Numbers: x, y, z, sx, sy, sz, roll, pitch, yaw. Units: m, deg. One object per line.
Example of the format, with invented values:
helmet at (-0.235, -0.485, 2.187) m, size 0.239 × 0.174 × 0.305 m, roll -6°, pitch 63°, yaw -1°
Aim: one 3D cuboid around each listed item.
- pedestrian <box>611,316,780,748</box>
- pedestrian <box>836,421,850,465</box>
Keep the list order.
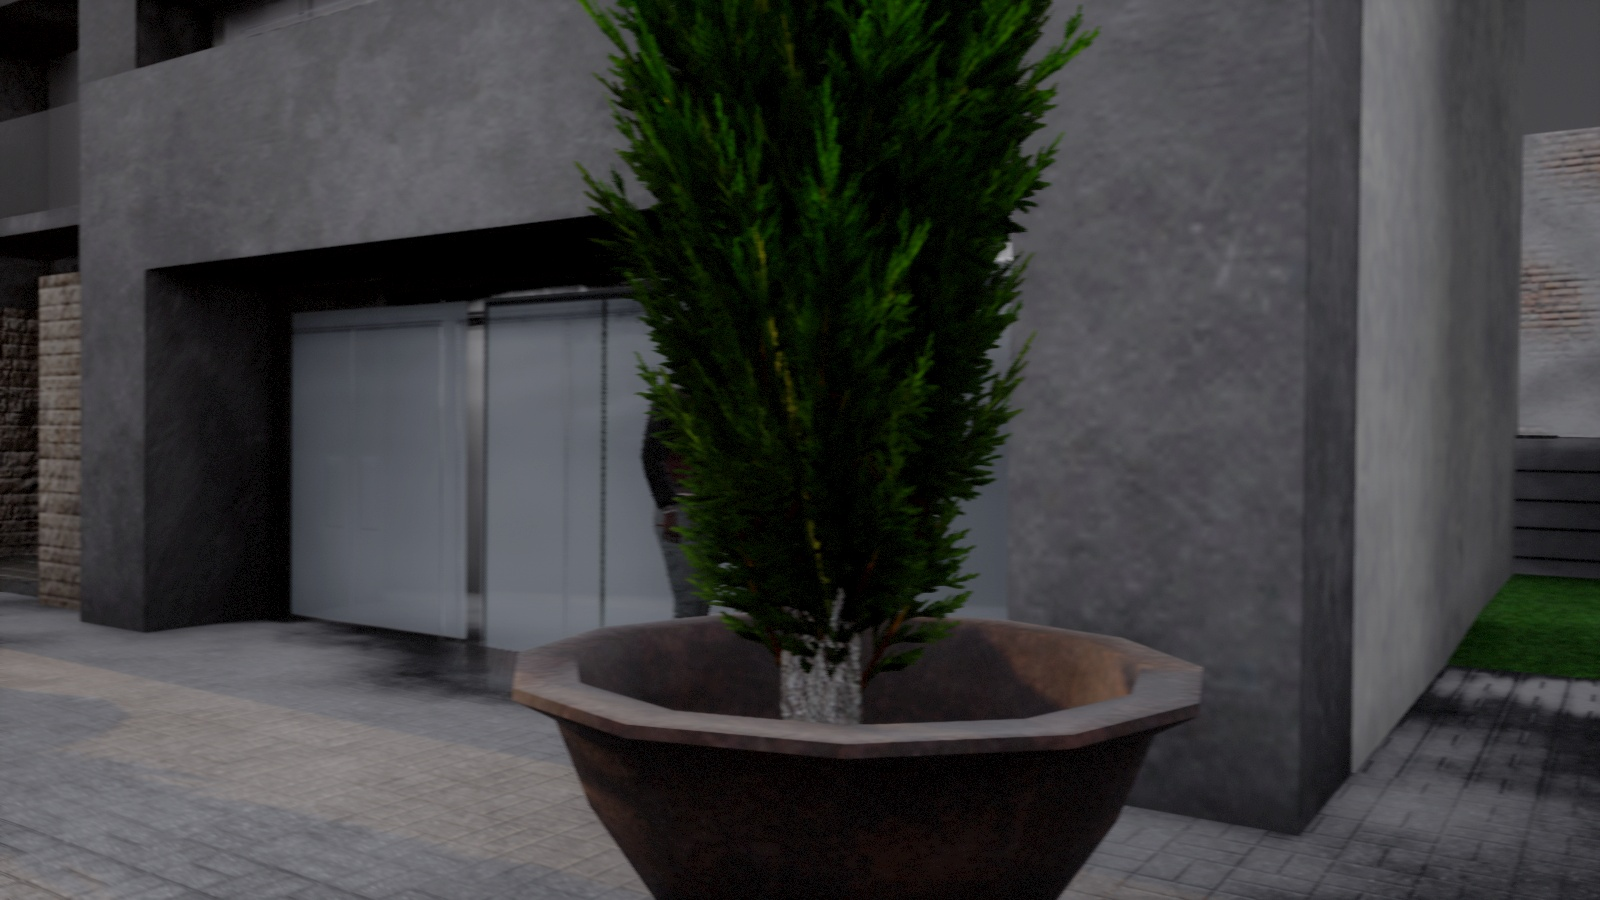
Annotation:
pedestrian at (-0.493, 0.365, 5.937) m, size 0.666 × 1.930 × 0.402 m, roll 0°, pitch 1°, yaw 30°
pedestrian at (1.803, -0.292, 52.528) m, size 0.345 × 1.836 × 0.594 m, roll 0°, pitch 1°, yaw 30°
